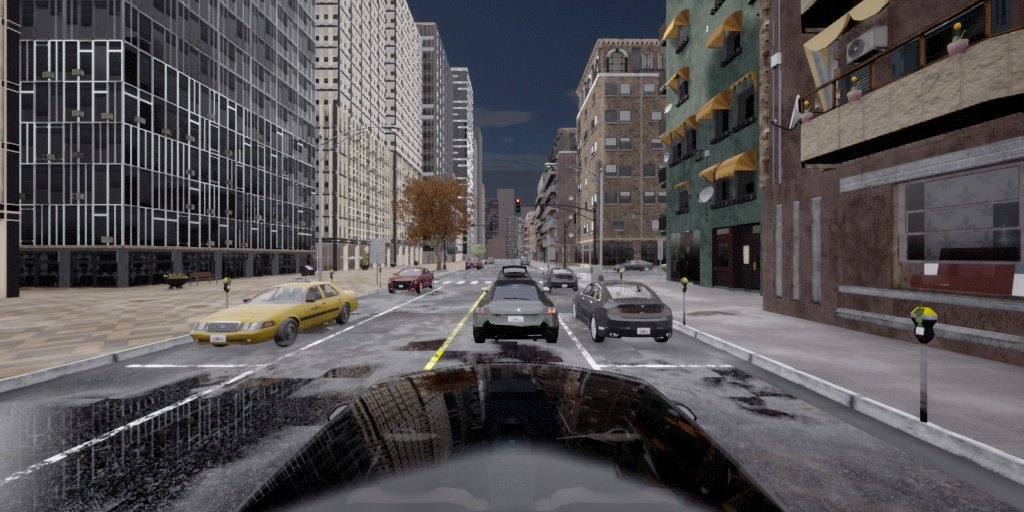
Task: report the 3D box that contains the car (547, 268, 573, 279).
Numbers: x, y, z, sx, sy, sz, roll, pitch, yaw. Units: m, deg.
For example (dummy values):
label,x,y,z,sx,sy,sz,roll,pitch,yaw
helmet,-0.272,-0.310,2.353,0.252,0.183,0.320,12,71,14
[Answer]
label,x,y,z,sx,sy,sz,roll,pitch,yaw
car,2.701,1.305,20.576,2.007,1.370,4.403,0,0,0

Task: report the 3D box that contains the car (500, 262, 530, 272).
label,x,y,z,sx,sy,sz,roll,pitch,yaw
car,0.116,1.259,19.708,1.837,1.490,4.892,0,0,-1

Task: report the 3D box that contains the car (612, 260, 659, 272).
label,x,y,z,sx,sy,sz,roll,pitch,yaw
car,13.459,1.108,39.985,4.403,1.370,2.007,0,0,-1

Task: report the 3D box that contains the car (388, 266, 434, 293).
label,x,y,z,sx,sy,sz,roll,pitch,yaw
car,-5.679,1.299,20.582,1.888,1.381,4.507,0,0,0

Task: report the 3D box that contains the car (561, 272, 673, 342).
label,x,y,z,sx,sy,sz,roll,pitch,yaw
car,2.694,1.301,9.510,2.007,1.370,4.403,0,0,0

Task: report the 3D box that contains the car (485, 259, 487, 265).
label,x,y,z,sx,sy,sz,roll,pitch,yaw
car,-5.655,1.356,58.492,1.948,1.339,4.313,0,0,0

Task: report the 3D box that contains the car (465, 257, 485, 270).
label,x,y,z,sx,sy,sz,roll,pitch,yaw
car,-5.659,1.098,52.969,2.192,1.841,5.009,0,0,0

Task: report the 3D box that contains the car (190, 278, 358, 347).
label,x,y,z,sx,sy,sz,roll,pitch,yaw
car,-5.686,1.276,9.346,1.751,1.417,4.829,0,0,0

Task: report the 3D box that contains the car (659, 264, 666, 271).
label,x,y,z,sx,sy,sz,roll,pitch,yaw
car,18.857,1.006,40.037,4.829,1.417,1.751,0,0,-1

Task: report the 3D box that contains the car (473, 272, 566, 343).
label,x,y,z,sx,sy,sz,roll,pitch,yaw
car,0.092,1.315,9.659,1.994,1.385,4.181,0,0,0
